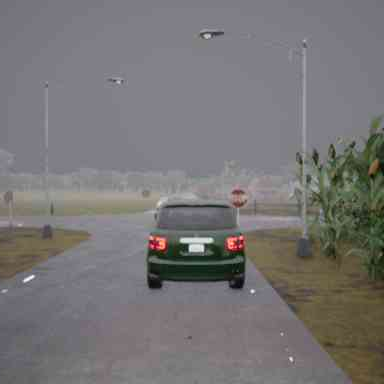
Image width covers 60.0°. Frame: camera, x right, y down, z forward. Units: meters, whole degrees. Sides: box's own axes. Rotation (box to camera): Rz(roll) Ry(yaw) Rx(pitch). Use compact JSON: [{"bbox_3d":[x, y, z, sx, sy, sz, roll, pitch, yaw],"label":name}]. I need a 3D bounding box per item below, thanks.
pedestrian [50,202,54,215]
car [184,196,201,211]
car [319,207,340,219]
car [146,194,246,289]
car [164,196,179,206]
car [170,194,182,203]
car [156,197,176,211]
[{"bbox_3d":[-12.237,1.472,29.174,0.500,1.100,0.500,0,2,0],"label":"pedestrian"},{"bbox_3d":[0.026,1.279,38.987,1.882,1.535,5.008,0,0,0],"label":"car"},{"bbox_3d":[12.560,1.341,26.233,4.902,1.511,2.128,0,2,-2],"label":"car"},{"bbox_3d":[0.087,1.172,9.158,2.150,2.045,5.566,0,0,0],"label":"car"},{"bbox_3d":[-2.923,1.320,48.762,1.994,1.385,4.181,0,0,0],"label":"car"},{"bbox_3d":[-2.886,1.178,61.137,1.882,1.535,5.008,0,0,0],"label":"car"},{"bbox_3d":[-2.962,1.329,38.563,1.812,1.442,4.674,0,0,1],"label":"car"}]
